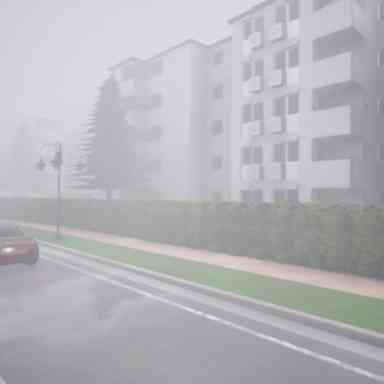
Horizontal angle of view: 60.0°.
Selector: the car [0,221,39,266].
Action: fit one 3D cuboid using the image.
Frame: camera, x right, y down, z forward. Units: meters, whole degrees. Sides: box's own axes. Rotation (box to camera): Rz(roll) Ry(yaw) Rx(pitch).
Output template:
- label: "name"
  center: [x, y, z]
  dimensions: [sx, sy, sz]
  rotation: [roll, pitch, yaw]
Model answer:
- label: "car"
  center: [-6.778, 1.684, 11.221]
  dimensions: [1.994, 1.385, 4.181]
  rotation: [2, -1, -44]
